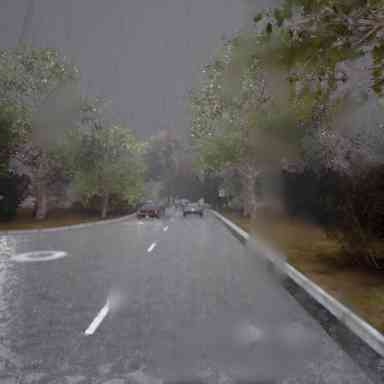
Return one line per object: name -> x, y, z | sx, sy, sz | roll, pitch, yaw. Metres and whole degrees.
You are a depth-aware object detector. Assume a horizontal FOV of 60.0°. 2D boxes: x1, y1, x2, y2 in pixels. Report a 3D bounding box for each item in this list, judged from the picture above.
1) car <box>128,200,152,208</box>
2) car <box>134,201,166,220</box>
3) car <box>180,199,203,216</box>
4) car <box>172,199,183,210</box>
car -> -6.803, 1.897, 50.600 | 5.357, 1.411, 2.033 | -1, -2, 40
car -> -3.478, 1.688, 29.139 | 1.895, 1.301, 4.718 | 0, -1, 4
car -> 0.091, 1.705, 34.185 | 1.994, 1.385, 4.181 | 0, -1, 0
car -> -1.424, 1.816, 48.418 | 1.837, 1.490, 4.892 | 0, -2, -19
